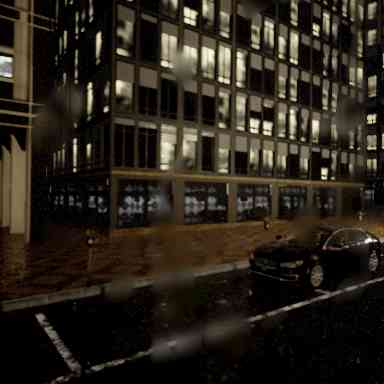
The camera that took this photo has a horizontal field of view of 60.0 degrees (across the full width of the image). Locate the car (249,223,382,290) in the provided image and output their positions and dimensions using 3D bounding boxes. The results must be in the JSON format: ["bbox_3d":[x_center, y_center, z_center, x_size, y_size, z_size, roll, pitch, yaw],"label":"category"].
[{"bbox_3d":[3.471,1.546,9.021,4.403,1.369,2.008,0,1,-35],"label":"car"}]
